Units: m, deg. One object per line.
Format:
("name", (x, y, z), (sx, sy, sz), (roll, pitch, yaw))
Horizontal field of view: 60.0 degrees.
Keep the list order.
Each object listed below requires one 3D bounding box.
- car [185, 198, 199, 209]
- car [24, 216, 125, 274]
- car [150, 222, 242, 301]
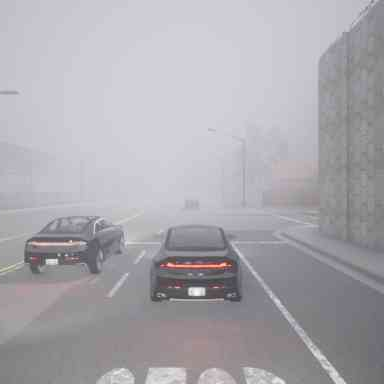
("car", (-0.016, 1.491, 44.230), (2.128, 1.511, 4.902), (0, 0, 0))
("car", (-3.428, 1.492, 10.546), (2.128, 1.511, 4.902), (0, 0, 0))
("car", (0.079, 1.505, 8.277), (1.837, 1.490, 4.892), (0, 0, 0))
